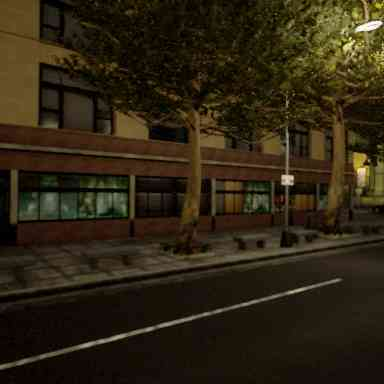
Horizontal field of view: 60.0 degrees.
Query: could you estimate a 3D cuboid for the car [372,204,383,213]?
[{"bbox_3d":[25.642,2.012,42.491,1.837,1.490,4.892,1,0,-36],"label":"car"}]
